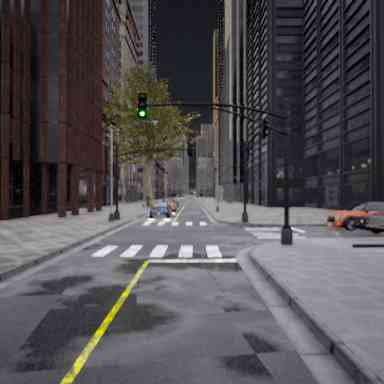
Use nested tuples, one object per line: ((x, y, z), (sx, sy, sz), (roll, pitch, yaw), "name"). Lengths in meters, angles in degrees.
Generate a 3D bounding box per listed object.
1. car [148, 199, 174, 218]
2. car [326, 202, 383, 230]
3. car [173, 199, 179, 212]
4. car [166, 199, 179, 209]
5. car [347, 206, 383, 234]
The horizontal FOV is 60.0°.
((-3.071, 1.737, 33.112), (1.812, 1.442, 4.674), (0, 0, 0), "car")
((10.862, 1.440, 20.788), (4.553, 1.767, 2.097), (0, -1, 0), "car")
((-3.061, 1.631, 42.798), (2.097, 1.767, 4.553), (0, 0, 0), "car")
((-3.041, 1.870, 53.524), (1.837, 1.490, 4.892), (0, -1, 0), "car")
((11.540, 1.601, 17.687), (5.357, 1.411, 2.033), (0, -1, 0), "car")
